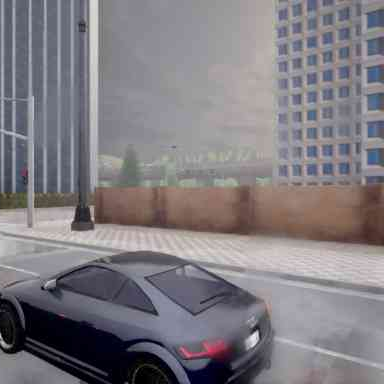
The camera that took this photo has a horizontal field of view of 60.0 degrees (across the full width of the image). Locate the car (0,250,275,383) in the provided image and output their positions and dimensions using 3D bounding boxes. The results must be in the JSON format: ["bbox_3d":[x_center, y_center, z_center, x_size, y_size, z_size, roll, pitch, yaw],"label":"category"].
[{"bbox_3d":[-1.000,1.564,4.717,4.181,1.385,1.994,0,0,35],"label":"car"}]
